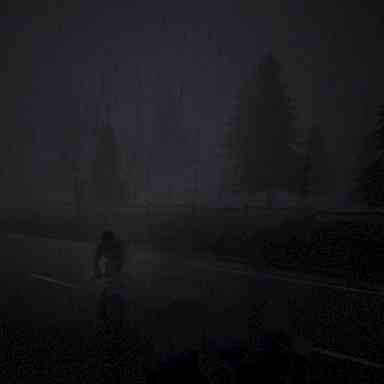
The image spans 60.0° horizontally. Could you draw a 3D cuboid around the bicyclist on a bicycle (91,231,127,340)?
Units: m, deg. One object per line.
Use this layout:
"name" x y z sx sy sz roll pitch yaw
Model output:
"bicyclist on a bicycle" -1.364 1.455 5.620 0.582 1.620 1.656 0 2 1
